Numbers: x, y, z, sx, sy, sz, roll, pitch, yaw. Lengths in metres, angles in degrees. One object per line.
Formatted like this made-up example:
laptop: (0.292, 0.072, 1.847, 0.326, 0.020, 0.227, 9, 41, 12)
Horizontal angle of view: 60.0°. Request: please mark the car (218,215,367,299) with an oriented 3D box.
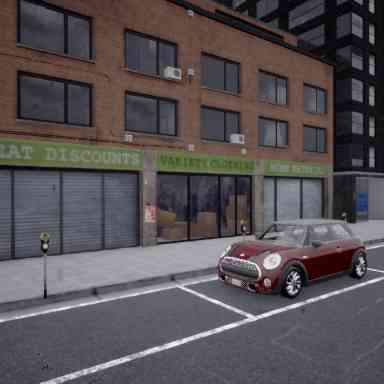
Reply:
car: (2.584, 1.440, 8.400, 4.097, 1.590, 1.967, 0, 0, -36)
